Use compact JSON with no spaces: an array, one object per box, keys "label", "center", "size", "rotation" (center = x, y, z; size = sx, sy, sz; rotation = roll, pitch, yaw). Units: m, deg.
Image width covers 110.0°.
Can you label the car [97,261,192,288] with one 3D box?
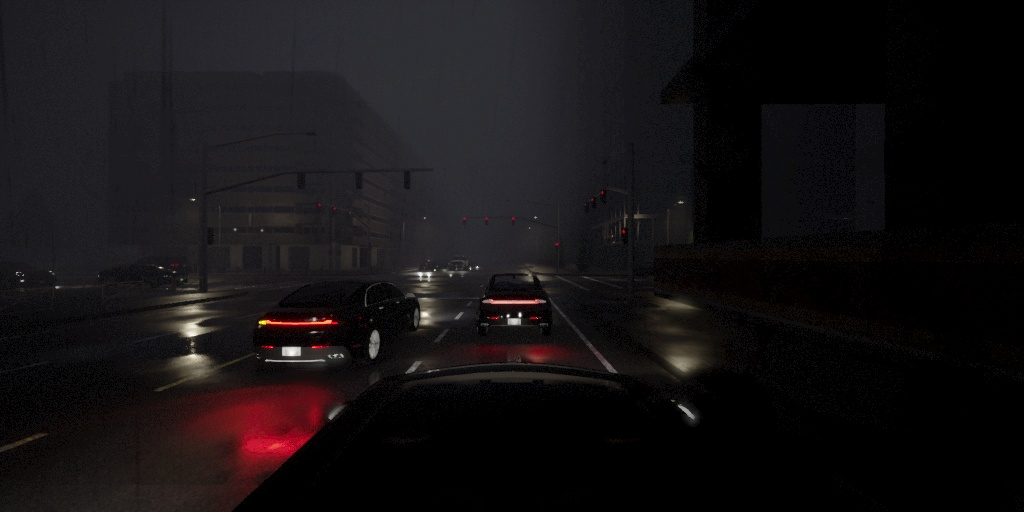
[{"label":"car","center":[-24.323,1.297,23.742],"size":[4.902,1.511,2.128],"rotation":[0,0,0]}]

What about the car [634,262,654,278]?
[{"label":"car","center":[13.954,1.297,34.369],"size":[4.902,1.511,2.128],"rotation":[0,0,0]}]

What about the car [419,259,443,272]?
[{"label":"car","center":[-10.968,1.241,47.500],"size":[2.128,1.511,4.902],"rotation":[0,0,0]}]

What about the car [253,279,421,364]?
[{"label":"car","center":[-3.450,1.255,8.061],"size":[1.837,1.490,4.892],"rotation":[0,0,0]}]

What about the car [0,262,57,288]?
[{"label":"car","center":[-33.390,1.157,23.762],"size":[4.553,1.767,2.097],"rotation":[0,0,0]}]

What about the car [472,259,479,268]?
[{"label":"car","center":[-7.377,1.297,61.380],"size":[2.033,1.411,5.357],"rotation":[0,0,1]}]

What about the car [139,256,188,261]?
[{"label":"car","center":[-34.152,1.027,34.462],"size":[5.566,2.045,2.150],"rotation":[0,0,0]}]

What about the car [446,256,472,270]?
[{"label":"car","center":[-7.481,0.971,51.106],"size":[2.150,2.045,5.566],"rotation":[0,0,0]}]

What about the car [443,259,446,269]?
[{"label":"car","center":[-10.940,1.228,57.003],"size":[1.882,1.535,5.008],"rotation":[0,0,1]}]

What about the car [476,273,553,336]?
[{"label":"car","center":[0.060,1.242,10.381],"size":[2.128,1.511,4.902],"rotation":[0,0,0]}]
